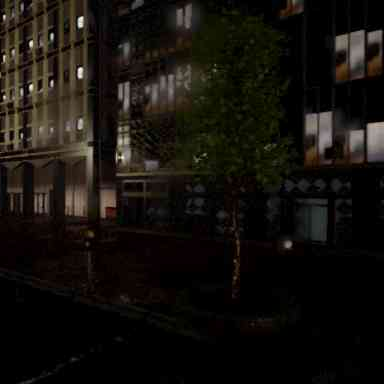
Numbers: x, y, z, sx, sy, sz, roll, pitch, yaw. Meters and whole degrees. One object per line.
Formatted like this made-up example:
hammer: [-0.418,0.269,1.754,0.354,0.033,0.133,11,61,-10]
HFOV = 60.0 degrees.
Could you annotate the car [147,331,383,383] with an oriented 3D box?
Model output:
car: [1.494,1.568,1.813,4.313,1.339,1.947,1,0,35]
